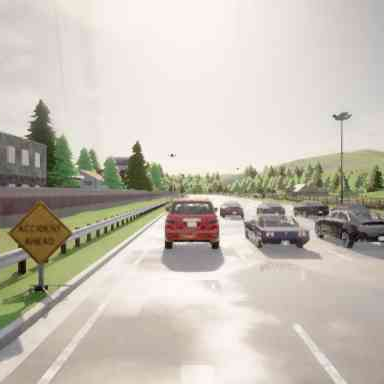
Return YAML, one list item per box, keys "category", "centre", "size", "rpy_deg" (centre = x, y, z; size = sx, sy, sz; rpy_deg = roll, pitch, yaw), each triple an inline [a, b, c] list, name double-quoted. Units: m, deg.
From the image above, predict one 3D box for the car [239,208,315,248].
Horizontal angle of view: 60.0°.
- category: "car"
  centre: [3.500, 1.616, 14.680]
  size: [1.895, 1.301, 4.718]
  rpy_deg: [0, 0, 0]

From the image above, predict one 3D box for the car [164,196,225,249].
- category: "car"
  centre: [0.000, 1.257, 14.680]
  size: [2.150, 2.045, 5.566]
  rpy_deg: [0, 0, 0]

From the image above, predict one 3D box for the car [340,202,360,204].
- category: "car"
  centre: [14.000, 1.572, 29.650]
  size: [1.994, 1.385, 4.181]
  rpy_deg: [0, 0, 0]

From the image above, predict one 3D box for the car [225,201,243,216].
- category: "car"
  centre: [3.500, 1.533, 29.650]
  size: [1.812, 1.442, 4.674]
  rpy_deg: [0, 0, 0]

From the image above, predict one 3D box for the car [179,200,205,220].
- category: "car"
  centre: [0.000, 1.495, 29.650]
  size: [2.128, 1.511, 4.902]
  rpy_deg: [0, 0, 0]

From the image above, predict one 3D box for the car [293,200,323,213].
- category: "car"
  centre: [10.500, 1.484, 29.650]
  size: [1.882, 1.535, 5.008]
  rpy_deg: [0, 0, 0]

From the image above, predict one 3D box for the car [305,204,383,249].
- category: "car"
  centre: [7.000, 1.495, 14.650]
  size: [2.128, 1.511, 4.902]
  rpy_deg: [0, 0, 0]

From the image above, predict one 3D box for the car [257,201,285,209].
- category: "car"
  centre: [7.000, 1.533, 29.650]
  size: [1.812, 1.442, 4.674]
  rpy_deg: [0, 0, 0]

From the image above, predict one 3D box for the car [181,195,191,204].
- category: "car"
  centre: [-1.225, 1.478, 66.729]
  size: [1.882, 1.535, 5.008]
  rpy_deg: [0, 0, 0]

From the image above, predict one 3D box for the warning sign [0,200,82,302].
- category: "warning sign"
  centre: [-3.050, 1.114, 6.729]
  size: [1.300, 1.860, 1.060]
  rpy_deg: [0, 0, 0]
